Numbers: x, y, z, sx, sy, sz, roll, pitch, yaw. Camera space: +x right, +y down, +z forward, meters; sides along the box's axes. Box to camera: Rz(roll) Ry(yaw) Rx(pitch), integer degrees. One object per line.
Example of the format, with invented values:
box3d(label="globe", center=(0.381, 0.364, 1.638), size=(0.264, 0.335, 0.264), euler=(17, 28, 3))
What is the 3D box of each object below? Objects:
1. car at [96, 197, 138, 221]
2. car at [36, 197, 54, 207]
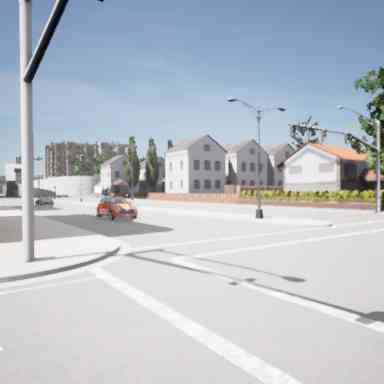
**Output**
box3d(label="car", center=(-6.027, 1.179, 26.492), size=(2.097, 1.767, 4.553), euler=(-1, 0, -34))
box3d(label="car", center=(-22.086, 1.473, 49.925), size=(1.994, 1.385, 4.181), euler=(-1, 1, -34))
